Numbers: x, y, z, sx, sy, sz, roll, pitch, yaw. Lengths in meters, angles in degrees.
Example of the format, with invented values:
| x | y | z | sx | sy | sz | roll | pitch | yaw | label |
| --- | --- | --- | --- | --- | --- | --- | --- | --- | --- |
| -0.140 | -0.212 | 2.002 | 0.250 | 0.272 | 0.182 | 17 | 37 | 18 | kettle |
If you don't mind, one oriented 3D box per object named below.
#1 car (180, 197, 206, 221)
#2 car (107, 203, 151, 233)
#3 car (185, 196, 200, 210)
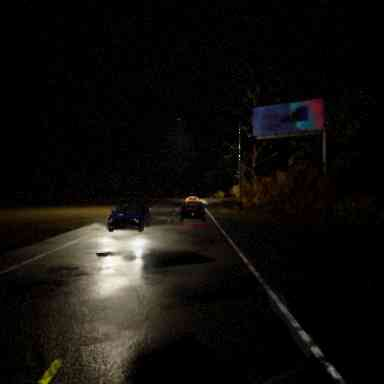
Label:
| x | y | z | sx | sy | sz | roll | pitch | yaw | label |
| --- | --- | --- | --- | --- | --- | --- | --- | --- | --- |
| 0.073 | 1.426 | 26.310 | 1.882 | 1.535 | 5.008 | 0 | 0 | 0 | car |
| -3.594 | 1.439 | 19.683 | 1.882 | 1.535 | 5.008 | 0 | 0 | 0 | car |
| 0.077 | 1.393 | 43.237 | 1.882 | 1.535 | 5.008 | 0 | 0 | 0 | car |
